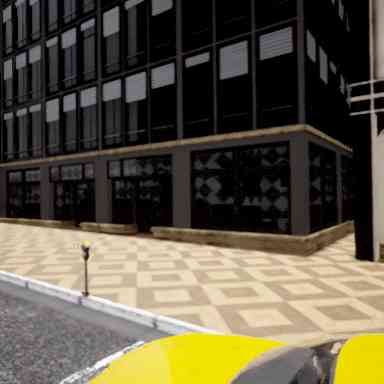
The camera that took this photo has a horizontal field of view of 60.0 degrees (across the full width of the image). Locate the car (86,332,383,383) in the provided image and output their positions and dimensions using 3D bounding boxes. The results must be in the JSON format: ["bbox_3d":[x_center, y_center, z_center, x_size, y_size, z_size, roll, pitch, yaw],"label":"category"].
[{"bbox_3d":[1.251,1.526,1.956,4.829,1.417,1.752,0,-1,36],"label":"car"}]
